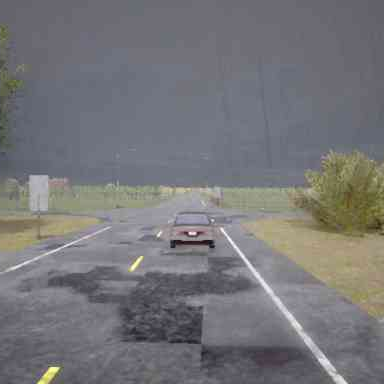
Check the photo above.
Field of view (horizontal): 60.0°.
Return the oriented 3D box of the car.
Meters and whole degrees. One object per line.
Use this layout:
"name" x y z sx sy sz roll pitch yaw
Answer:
"car" 0.023 1.556 14.637 2.033 1.411 5.357 0 0 0
